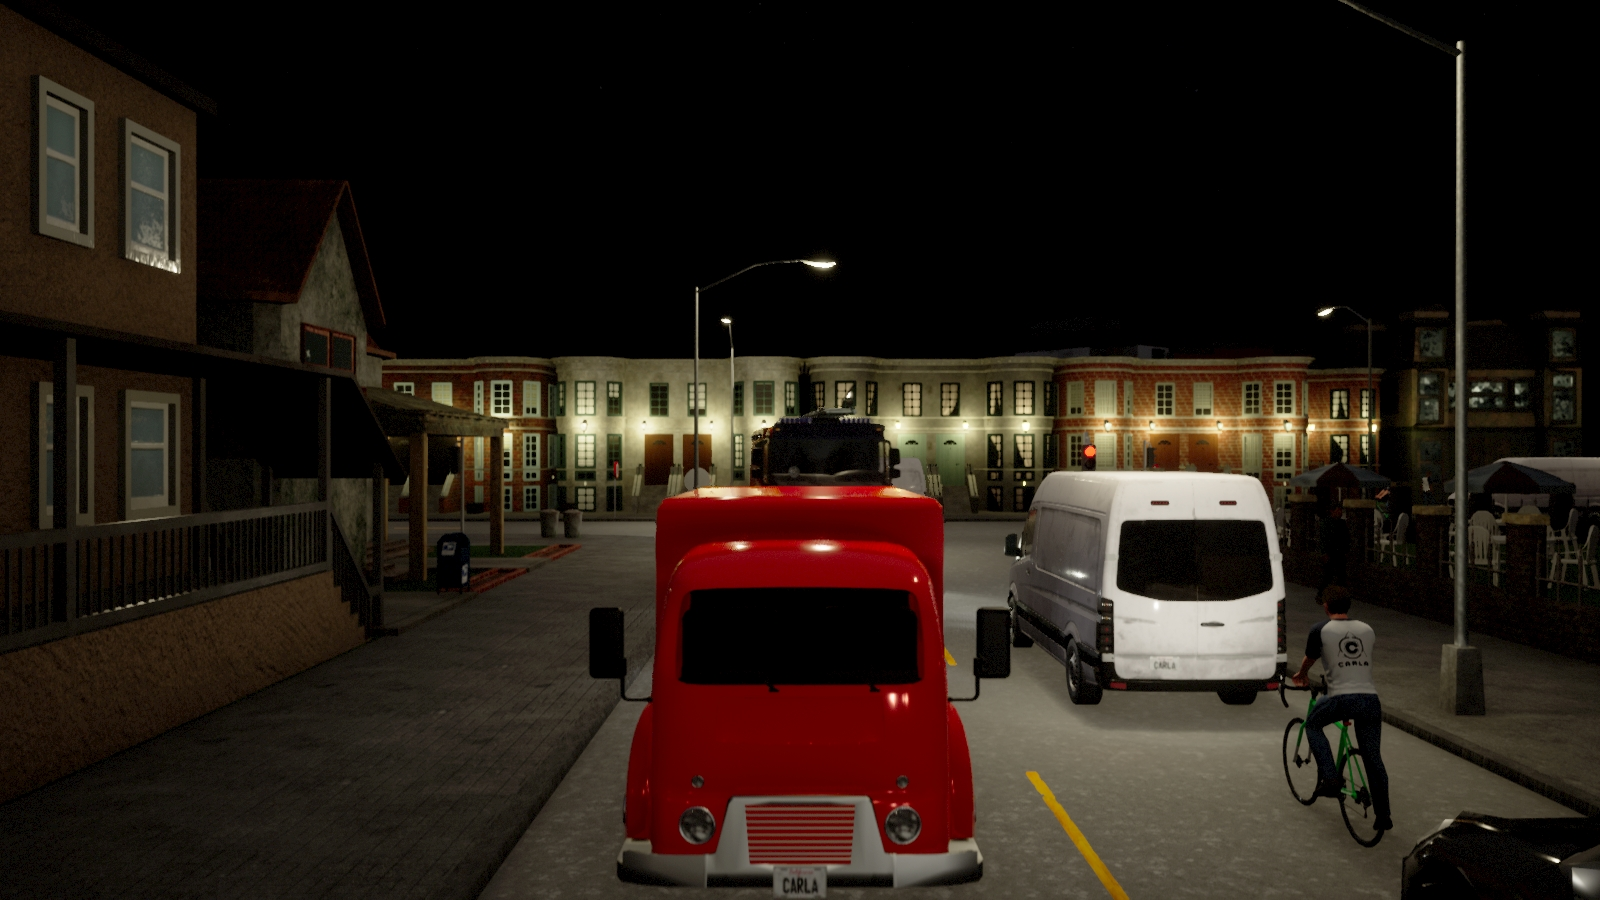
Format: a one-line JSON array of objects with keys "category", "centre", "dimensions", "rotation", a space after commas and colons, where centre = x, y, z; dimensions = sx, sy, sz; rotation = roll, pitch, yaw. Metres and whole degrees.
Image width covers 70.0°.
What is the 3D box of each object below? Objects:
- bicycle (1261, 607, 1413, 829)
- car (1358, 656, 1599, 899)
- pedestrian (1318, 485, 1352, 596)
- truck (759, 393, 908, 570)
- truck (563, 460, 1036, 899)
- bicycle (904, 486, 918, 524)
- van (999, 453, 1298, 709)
[{"category": "bicycle", "centre": [3.993, 1.940, 8.611], "dimensions": [0.373, 1.296, 1.643], "rotation": [0, 0, 0]}, {"category": "car", "centre": [3.999, 1.847, 4.261], "dimensions": [1.970, 1.475, 3.806], "rotation": [0, 0, 0]}, {"category": "pedestrian", "centre": [9.149, 1.534, 19.540], "dimensions": [0.375, 1.860, 0.375], "rotation": [0, 0, -8]}, {"category": "truck", "centre": [0.586, 0.683, 29.090], "dimensions": [2.891, 3.827, 8.468], "rotation": [0, 0, -5]}, {"category": "truck", "centre": [-0.006, 1.347, 8.961], "dimensions": [2.627, 2.467, 5.204], "rotation": [0, 0, 0]}, {"category": "bicycle", "centre": [3.993, 1.958, 41.249], "dimensions": [0.329, 1.271, 1.835], "rotation": [0, 0, 0]}, {"category": "van", "centre": [4.013, 1.321, 14.425], "dimensions": [1.988, 2.561, 5.915], "rotation": [0, 0, 0]}]
